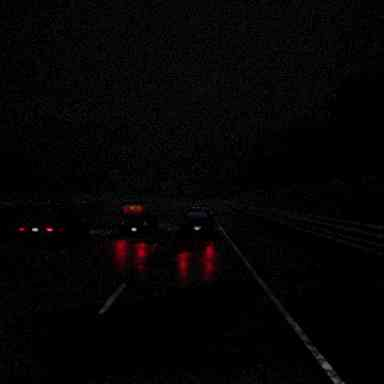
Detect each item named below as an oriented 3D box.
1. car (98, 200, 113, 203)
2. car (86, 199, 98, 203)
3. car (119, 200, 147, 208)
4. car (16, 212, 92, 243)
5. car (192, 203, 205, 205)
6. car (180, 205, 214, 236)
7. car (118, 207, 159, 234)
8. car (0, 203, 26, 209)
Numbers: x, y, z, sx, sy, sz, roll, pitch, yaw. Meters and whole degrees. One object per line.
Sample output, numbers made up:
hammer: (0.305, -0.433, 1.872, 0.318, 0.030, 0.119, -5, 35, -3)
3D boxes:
car: (-18.642, 2.482, 73.748, 1.895, 1.301, 4.718, 0, -1, 4)
car: (-22.080, 2.375, 74.835, 2.033, 1.411, 5.357, 0, -1, 4)
car: (-6.262, 1.783, 37.140, 2.097, 1.767, 4.553, 0, -1, 2)
car: (-6.753, 1.717, 16.925, 2.033, 1.411, 5.357, 0, -1, 1)
car: (0.749, 1.932, 37.406, 2.128, 1.511, 4.902, 0, -1, 2)
car: (0.295, 1.730, 19.519, 1.812, 1.442, 4.674, 0, -1, 1)
car: (-3.185, 1.819, 20.763, 1.895, 1.301, 4.718, 0, -1, 1)
car: (-17.139, 1.822, 31.312, 1.882, 1.535, 5.008, 0, -1, 2)
